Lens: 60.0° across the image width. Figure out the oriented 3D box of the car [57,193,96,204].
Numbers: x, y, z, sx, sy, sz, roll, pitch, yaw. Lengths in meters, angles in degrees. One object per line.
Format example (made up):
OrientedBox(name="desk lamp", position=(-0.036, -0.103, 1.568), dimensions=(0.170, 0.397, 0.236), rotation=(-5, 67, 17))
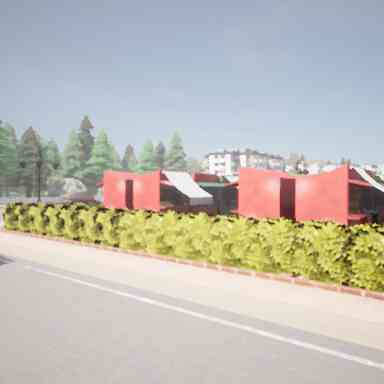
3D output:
OrientedBox(name="car", position=(-14.098, 0.911, 40.791), dimensions=(2.097, 1.767, 4.553), rotation=(1, 1, 36))
